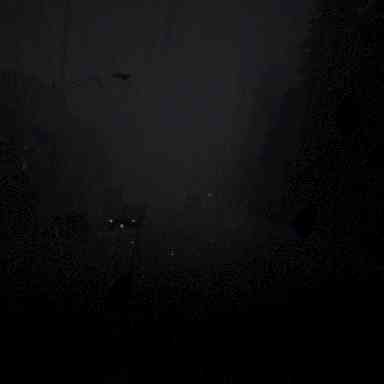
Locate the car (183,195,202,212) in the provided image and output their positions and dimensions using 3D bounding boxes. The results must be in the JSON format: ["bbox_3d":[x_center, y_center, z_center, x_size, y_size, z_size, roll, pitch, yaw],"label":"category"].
[{"bbox_3d":[0.110,1.336,41.627,2.150,2.045,5.566,0,0,0],"label":"car"}]

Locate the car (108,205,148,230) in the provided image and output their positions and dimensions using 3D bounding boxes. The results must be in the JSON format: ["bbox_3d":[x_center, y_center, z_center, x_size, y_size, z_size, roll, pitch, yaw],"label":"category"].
[{"bbox_3d":[-4.096,1.608,22.092,2.033,1.411,5.357,0,0,0],"label":"car"}]

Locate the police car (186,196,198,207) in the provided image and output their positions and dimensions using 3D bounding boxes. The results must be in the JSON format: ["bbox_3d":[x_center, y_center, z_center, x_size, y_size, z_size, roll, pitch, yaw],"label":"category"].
[{"bbox_3d":[0.014,1.579,56.619,1.930,1.638,5.238,0,0,0],"label":"police car"}]
